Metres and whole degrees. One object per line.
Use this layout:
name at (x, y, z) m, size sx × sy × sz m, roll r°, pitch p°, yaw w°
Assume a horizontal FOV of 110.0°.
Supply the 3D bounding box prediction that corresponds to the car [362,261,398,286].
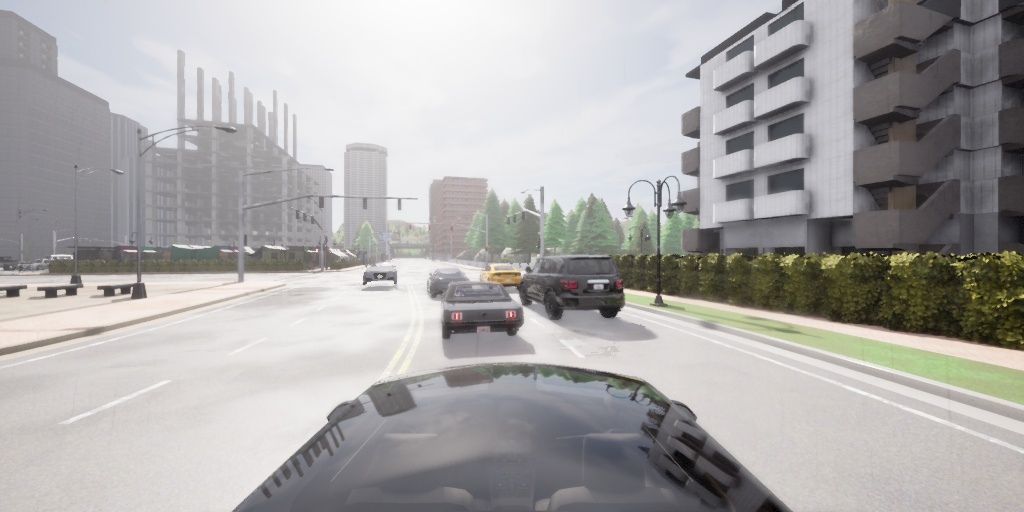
car at (-8.301, 1.020, 22.860) m, size 1.994 × 1.385 × 4.181 m, roll 0°, pitch 0°, yaw -17°

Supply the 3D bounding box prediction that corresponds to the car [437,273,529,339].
car at (-1.078, 1.351, 10.157) m, size 1.895 × 1.301 × 4.718 m, roll 0°, pitch 0°, yaw -12°

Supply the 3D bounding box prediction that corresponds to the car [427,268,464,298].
car at (-3.323, 1.314, 18.624) m, size 1.994 × 1.385 × 4.181 m, roll 0°, pitch 0°, yaw -16°

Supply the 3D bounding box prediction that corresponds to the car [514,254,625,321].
car at (1.858, 0.971, 12.799) m, size 2.150 × 2.045 × 5.566 m, roll 0°, pitch 0°, yaw -13°

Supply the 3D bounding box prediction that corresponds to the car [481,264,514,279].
car at (-0.797, 1.228, 22.382) m, size 1.882 × 1.535 × 5.008 m, roll 0°, pitch 0°, yaw -14°
